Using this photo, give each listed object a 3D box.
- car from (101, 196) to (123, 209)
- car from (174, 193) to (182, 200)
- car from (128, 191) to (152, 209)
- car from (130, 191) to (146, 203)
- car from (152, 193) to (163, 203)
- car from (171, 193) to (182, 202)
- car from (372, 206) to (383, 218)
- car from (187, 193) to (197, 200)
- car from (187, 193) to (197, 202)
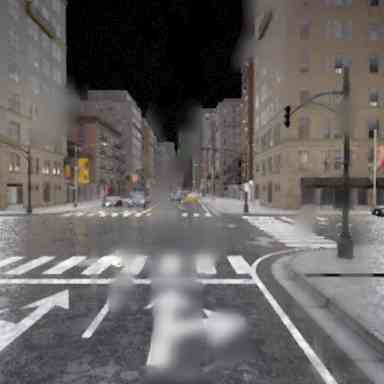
[{"bbox_3d":[-9.850,1.269,41.365,2.128,1.511,4.902,0,0,0],"label":"car"},{"bbox_3d":[-3.279,1.044,77.559,1.812,1.442,4.674,0,0,0],"label":"car"},{"bbox_3d":[-6.598,1.130,41.317,2.097,1.767,4.553,0,0,0],"label":"car"},{"bbox_3d":[-9.779,0.924,60.753,2.150,2.045,5.566,0,0,0],"label":"car"},{"bbox_3d":[-6.535,1.054,60.171,2.097,1.767,4.553,0,0,0],"label":"car"},{"bbox_3d":[-3.274,1.241,67.525,1.994,1.385,4.181,0,0,0],"label":"car"},{"bbox_3d":[16.074,1.362,25.344,4.181,1.385,1.994,0,1,0],"label":"car"},{"bbox_3d":[-0.028,1.045,77.561,2.128,1.511,4.902,0,0,0],"label":"car"},{"bbox_3d":[-0.024,1.159,67.142,1.882,1.535,5.008,0,0,0],"label":"car"}]
